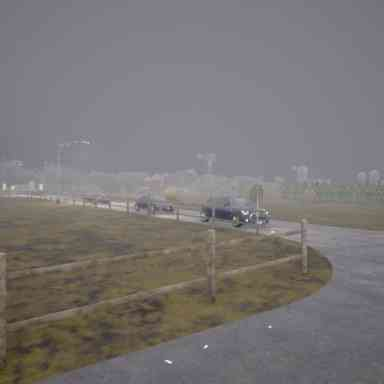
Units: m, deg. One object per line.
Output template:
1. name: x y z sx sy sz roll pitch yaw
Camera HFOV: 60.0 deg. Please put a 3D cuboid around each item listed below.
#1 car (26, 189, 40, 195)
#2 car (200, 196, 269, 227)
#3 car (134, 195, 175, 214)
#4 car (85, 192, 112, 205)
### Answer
1. car: -40.098 -0.046 84.338 2.097 1.767 4.553 1 0 -33
2. car: 2.499 1.055 20.144 2.097 1.767 4.553 1 1 -34
3. car: -3.283 1.006 28.296 1.837 1.490 4.892 1 1 -36
4. car: -11.120 0.761 39.257 1.837 1.490 4.892 1 0 -35
